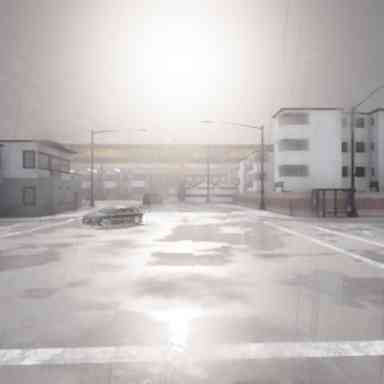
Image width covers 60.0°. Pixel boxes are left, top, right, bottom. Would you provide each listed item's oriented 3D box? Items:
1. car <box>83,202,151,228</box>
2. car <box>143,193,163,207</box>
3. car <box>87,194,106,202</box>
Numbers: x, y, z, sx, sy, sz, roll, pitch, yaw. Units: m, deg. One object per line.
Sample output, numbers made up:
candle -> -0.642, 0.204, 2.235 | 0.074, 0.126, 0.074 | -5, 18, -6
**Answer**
car -> -5.758, 1.795, 24.938 | 1.837, 1.490, 4.892 | 6, 3, 40
car -> -5.919, 1.133, 50.200 | 2.150, 2.045, 5.566 | 1, 1, -19
car -> -20.174, 1.246, 69.903 | 4.892, 1.490, 1.837 | -1, -1, 38
